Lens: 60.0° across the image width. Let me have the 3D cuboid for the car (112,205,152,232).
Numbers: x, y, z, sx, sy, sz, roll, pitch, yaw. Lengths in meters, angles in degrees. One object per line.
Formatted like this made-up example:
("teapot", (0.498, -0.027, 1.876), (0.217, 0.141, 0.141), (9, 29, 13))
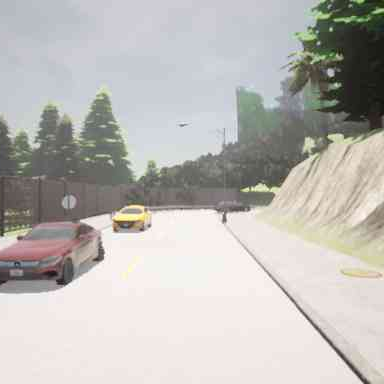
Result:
("car", (-3.793, 1.663, 21.767), (1.882, 1.535, 5.008), (0, -1, 1))

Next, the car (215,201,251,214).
("car", (4.997, 1.840, 40.480), (4.902, 1.511, 2.128), (0, -1, -34))

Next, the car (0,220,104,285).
("car", (-3.972, 1.610, 9.922), (1.812, 1.442, 4.674), (0, -1, 1))
